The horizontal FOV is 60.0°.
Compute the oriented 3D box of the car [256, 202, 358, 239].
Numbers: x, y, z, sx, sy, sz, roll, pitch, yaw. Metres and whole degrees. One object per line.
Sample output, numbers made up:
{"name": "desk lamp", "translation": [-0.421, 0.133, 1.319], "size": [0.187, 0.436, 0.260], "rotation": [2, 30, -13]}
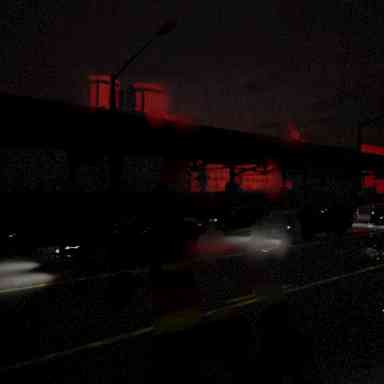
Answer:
{"name": "car", "translation": [5.978, 1.449, 16.811], "size": [5.357, 1.411, 2.033], "rotation": [-1, 0, -35]}

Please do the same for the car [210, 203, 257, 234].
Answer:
{"name": "car", "translation": [2.429, 1.405, 18.584], "size": [4.902, 1.511, 2.128], "rotation": [0, 0, -35]}

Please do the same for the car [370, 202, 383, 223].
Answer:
{"name": "car", "translation": [13.928, 1.320, 22.441], "size": [4.674, 1.442, 1.812], "rotation": [-1, 1, -35]}

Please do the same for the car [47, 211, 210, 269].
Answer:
{"name": "car", "translation": [-1.968, 1.470, 11.175], "size": [4.892, 1.490, 1.837], "rotation": [-1, 0, -35]}

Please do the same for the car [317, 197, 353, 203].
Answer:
{"name": "car", "translation": [9.893, 1.175, 23.870], "size": [4.553, 1.767, 2.097], "rotation": [-1, 1, -35]}

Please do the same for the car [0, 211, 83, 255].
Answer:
{"name": "car", "translation": [-5.040, 1.500, 13.289], "size": [4.674, 1.442, 1.812], "rotation": [0, 0, -35]}

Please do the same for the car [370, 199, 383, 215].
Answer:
{"name": "car", "translation": [18.027, 1.287, 29.610], "size": [4.718, 1.301, 1.895], "rotation": [-1, 1, -35]}
